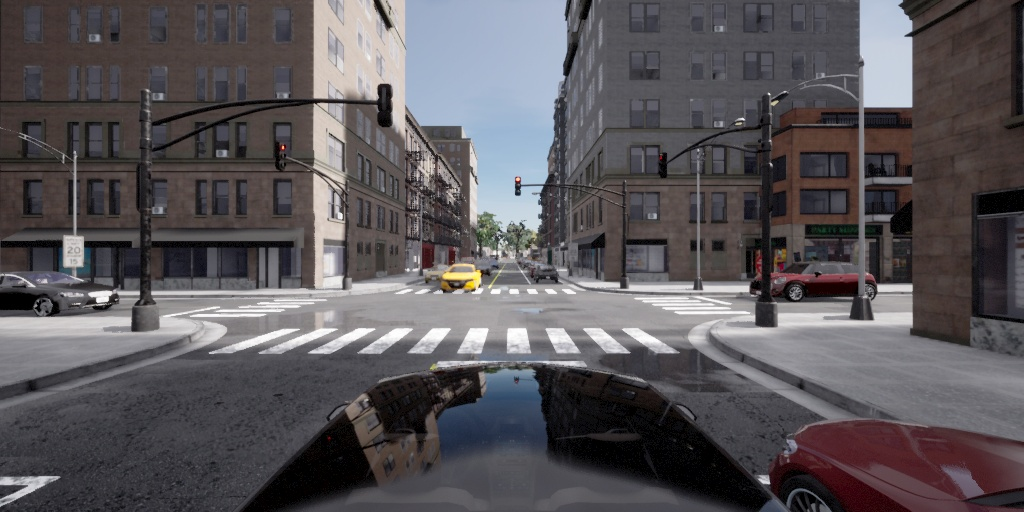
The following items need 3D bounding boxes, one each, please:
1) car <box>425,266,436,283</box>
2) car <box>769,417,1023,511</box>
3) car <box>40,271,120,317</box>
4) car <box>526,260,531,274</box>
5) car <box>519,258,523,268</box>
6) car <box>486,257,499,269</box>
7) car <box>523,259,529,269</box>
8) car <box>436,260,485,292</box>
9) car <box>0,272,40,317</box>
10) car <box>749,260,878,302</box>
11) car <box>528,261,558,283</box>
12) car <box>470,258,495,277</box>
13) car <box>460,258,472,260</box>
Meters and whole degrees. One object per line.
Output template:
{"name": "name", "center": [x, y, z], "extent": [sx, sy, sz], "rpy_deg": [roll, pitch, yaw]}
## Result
{"name": "car", "center": [-5.490, 1.276, 27.582], "extent": [1.751, 1.417, 4.829], "rpy_deg": [0, 0, 0]}
{"name": "car", "center": [2.641, 1.332, 0.767], "extent": [1.802, 1.307, 4.207], "rpy_deg": [0, 0, 0]}
{"name": "car", "center": [-17.101, 1.309, 12.882], "extent": [4.902, 1.511, 2.128], "rpy_deg": [0, 0, 1]}
{"name": "car", "center": [2.547, 1.296, 33.257], "extent": [1.888, 1.381, 4.507], "rpy_deg": [0, 0, 0]}
{"name": "car", "center": [2.484, 1.304, 55.184], "extent": [2.007, 1.370, 4.403], "rpy_deg": [0, 0, 0]}
{"name": "car", "center": [-2.965, 1.301, 55.547], "extent": [2.033, 1.411, 5.357], "rpy_deg": [0, 0, 0]}
{"name": "car", "center": [2.532, 1.302, 38.739], "extent": [2.007, 1.370, 4.403], "rpy_deg": [0, 0, 0]}
{"name": "car", "center": [-2.905, 1.228, 21.282], "extent": [1.882, 1.535, 5.008], "rpy_deg": [0, 0, 0]}
{"name": "car", "center": [-5.398, 1.064, 0.745], "extent": [2.192, 1.841, 5.009], "rpy_deg": [0, 0, 0]}
{"name": "car", "center": [13.218, 1.036, 15.958], "extent": [4.553, 1.767, 2.097], "rpy_deg": [0, 0, 0]}
{"name": "car", "center": [2.563, 1.301, 27.775], "extent": [2.007, 1.370, 4.403], "rpy_deg": [0, 0, 0]}
{"name": "car", "center": [-2.946, 1.251, 35.841], "extent": [1.837, 1.490, 4.892], "rpy_deg": [0, 1, 0]}
{"name": "car", "center": [-5.517, 1.277, 38.545], "extent": [1.751, 1.417, 4.829], "rpy_deg": [0, 0, 0]}
